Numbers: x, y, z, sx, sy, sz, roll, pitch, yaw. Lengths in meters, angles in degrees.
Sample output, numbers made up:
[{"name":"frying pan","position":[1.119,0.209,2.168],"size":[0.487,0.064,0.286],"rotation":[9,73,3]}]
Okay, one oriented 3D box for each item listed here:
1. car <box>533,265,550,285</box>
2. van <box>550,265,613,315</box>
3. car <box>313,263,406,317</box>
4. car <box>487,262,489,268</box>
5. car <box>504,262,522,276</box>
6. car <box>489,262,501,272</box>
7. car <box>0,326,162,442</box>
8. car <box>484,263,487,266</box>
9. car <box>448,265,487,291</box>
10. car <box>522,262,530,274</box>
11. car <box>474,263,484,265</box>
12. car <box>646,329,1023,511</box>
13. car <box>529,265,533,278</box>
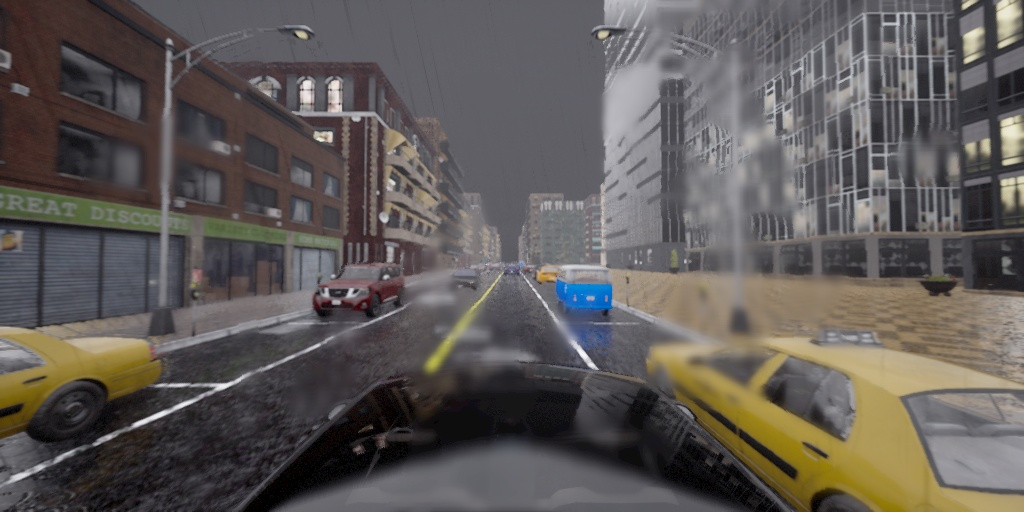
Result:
[{"name":"car","position":[3.125,1.583,30.190],"size":[1.882,1.535,5.008],"rotation":[0,-1,0]},{"name":"van","position":[2.685,1.245,14.125],"size":[1.690,1.789,3.998],"rotation":[0,0,0]},{"name":"car","position":[-5.696,1.218,14.121],"size":[2.192,1.841,5.009],"rotation":[0,0,0]},{"name":"car","position":[-5.720,1.974,64.245],"size":[1.967,1.591,4.097],"rotation":[0,0,0]},{"name":"car","position":[-0.018,1.743,45.729],"size":[1.812,1.442,4.674],"rotation":[0,-1,0]},{"name":"car","position":[-3.055,2.075,65.424],"size":[1.812,1.442,4.674],"rotation":[0,-1,1]},{"name":"car","position":[-5.691,1.291,2.813],"size":[1.751,1.417,4.829],"rotation":[0,0,0]},{"name":"car","position":[-5.717,2.030,58.676],"size":[1.948,1.339,4.313],"rotation":[0,0,0]},{"name":"car","position":[-3.111,1.584,24.776],"size":[2.033,1.411,5.357],"rotation":[0,-1,0]},{"name":"car","position":[2.666,1.940,53.109],"size":[1.888,1.381,4.507],"rotation":[0,0,0]},{"name":"car","position":[-5.714,1.939,53.106],"size":[1.888,1.381,4.507],"rotation":[0,0,0]},{"name":"car","position":[2.690,1.291,3.155],"size":[1.751,1.417,4.829],"rotation":[0,0,0]},{"name":"car","position":[3.128,1.698,37.190],"size":[1.837,1.490,4.892],"rotation":[0,-1,0]}]
